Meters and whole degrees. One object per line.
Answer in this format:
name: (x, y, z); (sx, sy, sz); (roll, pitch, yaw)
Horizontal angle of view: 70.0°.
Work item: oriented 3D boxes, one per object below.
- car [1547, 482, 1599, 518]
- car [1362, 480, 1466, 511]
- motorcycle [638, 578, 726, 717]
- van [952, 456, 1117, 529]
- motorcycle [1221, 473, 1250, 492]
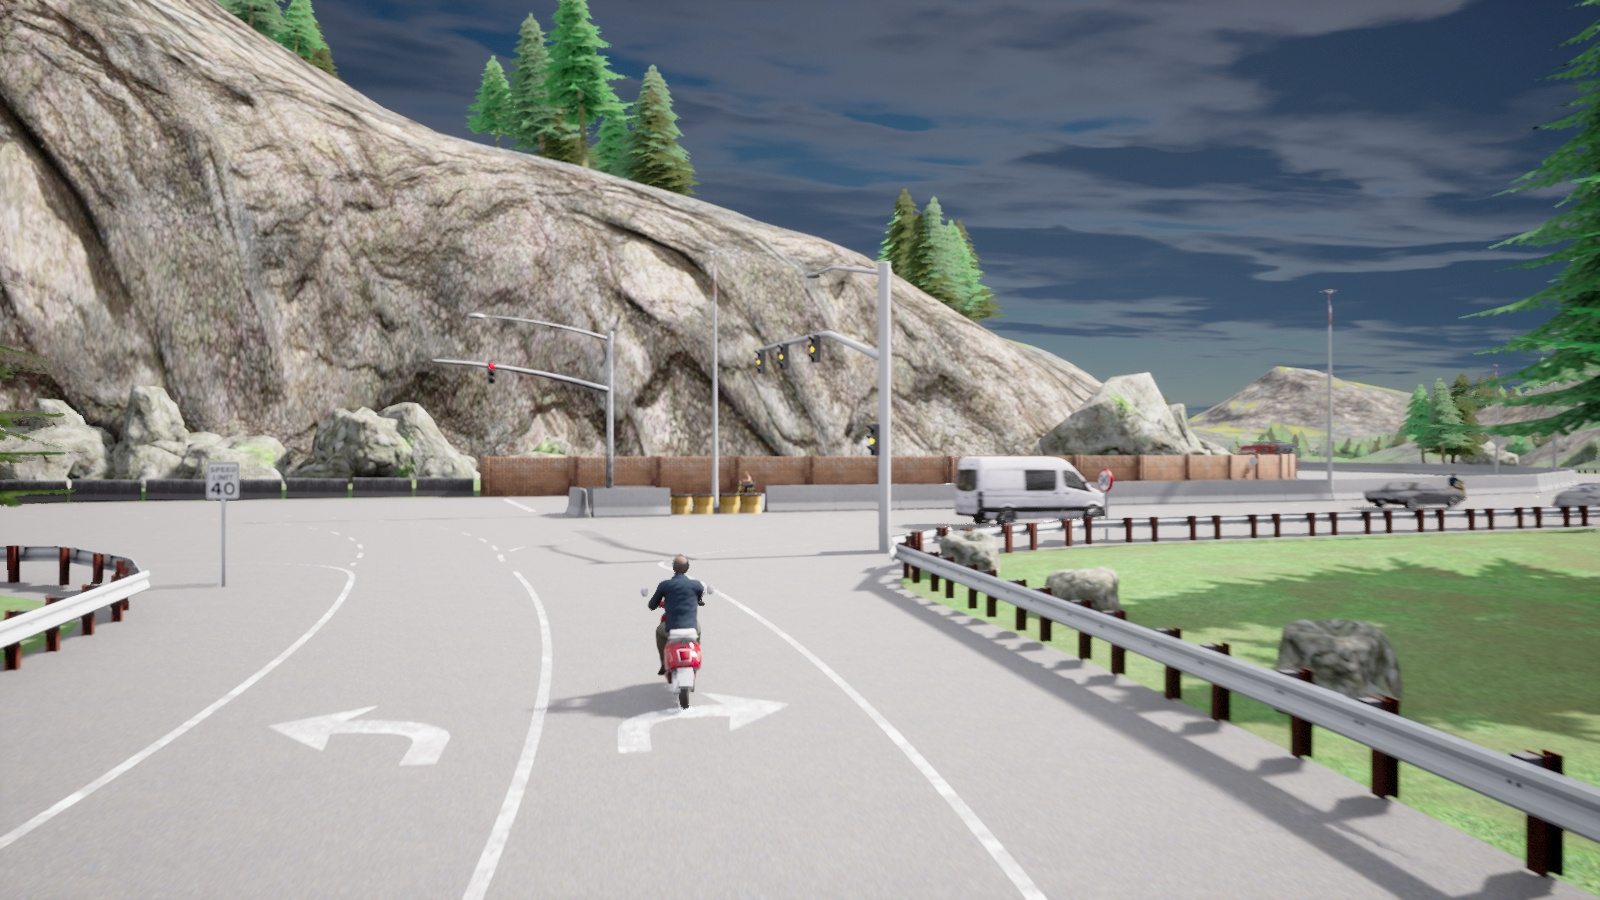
car: (34.527, 2.116, 49.260); (4.181, 1.385, 1.994); (0, 0, -25)
car: (29.337, 2.154, 54.597); (4.718, 1.301, 1.895); (0, 0, -24)
motorcycle: (-1.367, 2.183, 12.974); (0.856, 1.236, 1.805); (-1, 0, -10)
van: (8.814, 1.537, 42.964); (5.915, 2.561, 1.988); (0, 0, -20)
motorcycle: (29.419, 2.183, 77.199); (1.805, 1.236, 0.856); (0, -2, -29)
